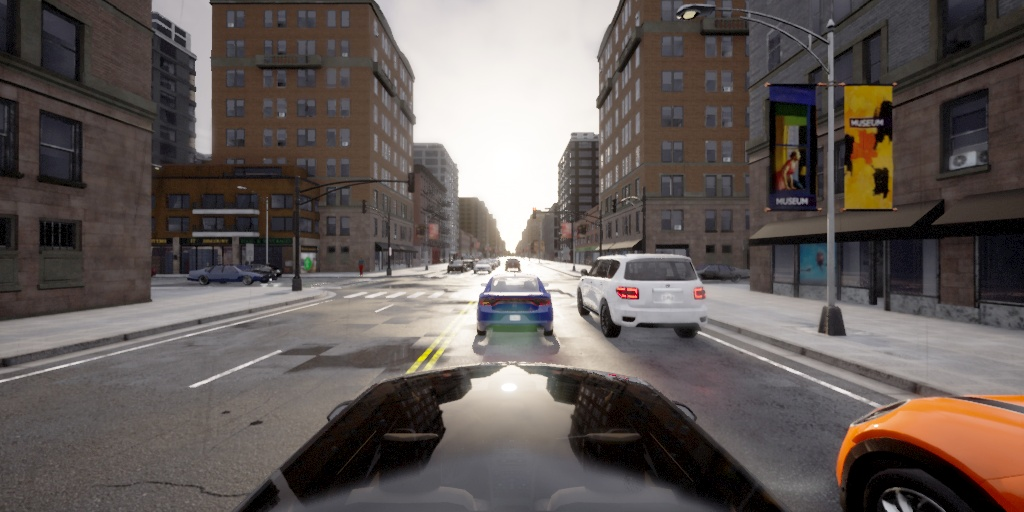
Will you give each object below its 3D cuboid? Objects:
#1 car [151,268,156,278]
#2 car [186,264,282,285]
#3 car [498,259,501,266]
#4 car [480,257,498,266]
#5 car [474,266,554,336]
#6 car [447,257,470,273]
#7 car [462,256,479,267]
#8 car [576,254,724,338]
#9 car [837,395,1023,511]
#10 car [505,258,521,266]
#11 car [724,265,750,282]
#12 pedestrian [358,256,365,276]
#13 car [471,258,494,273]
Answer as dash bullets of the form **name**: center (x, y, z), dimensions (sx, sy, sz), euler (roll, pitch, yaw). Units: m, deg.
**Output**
- **car**: center (-33.140, 1.337, 30.816), dimensions (4.207, 1.307, 1.802), euler (0, 0, 0)
- **car**: center (-19.642, 1.285, 25.257), dimensions (5.357, 1.411, 2.033), euler (0, 0, 0)
- **car**: center (-3.314, 1.256, 60.429), dimensions (1.812, 1.442, 4.674), euler (0, 0, 1)
- **car**: center (-3.333, 1.261, 50.424), dimensions (1.812, 1.442, 4.674), euler (0, 0, 0)
- **car**: center (0.083, 1.226, 10.467), dimensions (1.882, 1.535, 5.008), euler (0, 0, 0)
- **car**: center (-6.583, 1.216, 43.383), dimensions (1.882, 1.535, 5.008), euler (0, 0, 0)
- **car**: center (-6.582, 0.955, 53.131), dimensions (2.150, 2.045, 5.566), euler (0, 0, 0)
- **car**: center (3.334, 0.970, 10.328), dimensions (2.150, 2.045, 5.566), euler (0, 0, 0)
- **car**: center (3.344, 1.102, 0.618), dimensions (2.097, 1.767, 4.553), euler (0, 0, 0)
- **car**: center (0.116, 1.087, 50.449), dimensions (2.097, 1.767, 4.553), euler (0, 0, 0)
- **car**: center (15.848, 1.331, 28.364), dimensions (5.357, 1.411, 2.033), euler (0, 0, 0)
- **pedestrian**: center (-14.134, 0.912, 33.590), dimensions (0.375, 1.860, 0.375), euler (0, 0, 0)
- **car**: center (-3.339, 1.265, 41.332), dimensions (1.812, 1.442, 4.674), euler (0, 0, 0)
